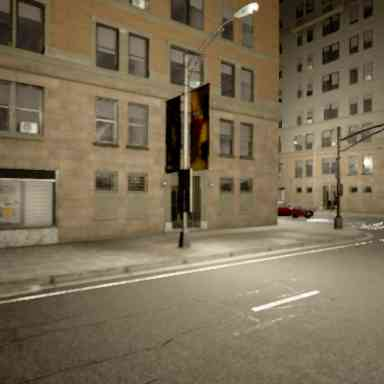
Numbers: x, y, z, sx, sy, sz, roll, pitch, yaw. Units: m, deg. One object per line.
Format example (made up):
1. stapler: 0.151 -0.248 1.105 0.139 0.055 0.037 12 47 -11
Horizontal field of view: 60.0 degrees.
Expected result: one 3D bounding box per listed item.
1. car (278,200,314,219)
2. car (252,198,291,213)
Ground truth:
1. car: 8.915 1.674 30.215 1.994 1.385 4.181 1 0 -35
2. car: 9.306 1.593 39.170 1.967 1.590 4.097 1 0 -35
